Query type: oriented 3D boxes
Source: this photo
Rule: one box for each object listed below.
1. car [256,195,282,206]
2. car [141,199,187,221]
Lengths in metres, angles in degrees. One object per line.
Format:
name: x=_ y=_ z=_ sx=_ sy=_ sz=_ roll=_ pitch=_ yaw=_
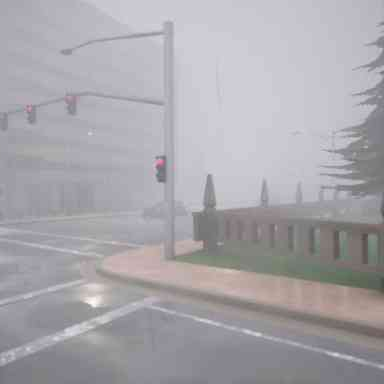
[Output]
car: x=11.587 y=1.397 z=49.690 sx=2.150 sy=2.045 sz=5.566 roll=0 pitch=-1 yaw=35
car: x=-2.431 y=1.526 z=29.702 sx=2.097 sy=1.767 sz=4.553 roll=0 pitch=0 yaw=35
